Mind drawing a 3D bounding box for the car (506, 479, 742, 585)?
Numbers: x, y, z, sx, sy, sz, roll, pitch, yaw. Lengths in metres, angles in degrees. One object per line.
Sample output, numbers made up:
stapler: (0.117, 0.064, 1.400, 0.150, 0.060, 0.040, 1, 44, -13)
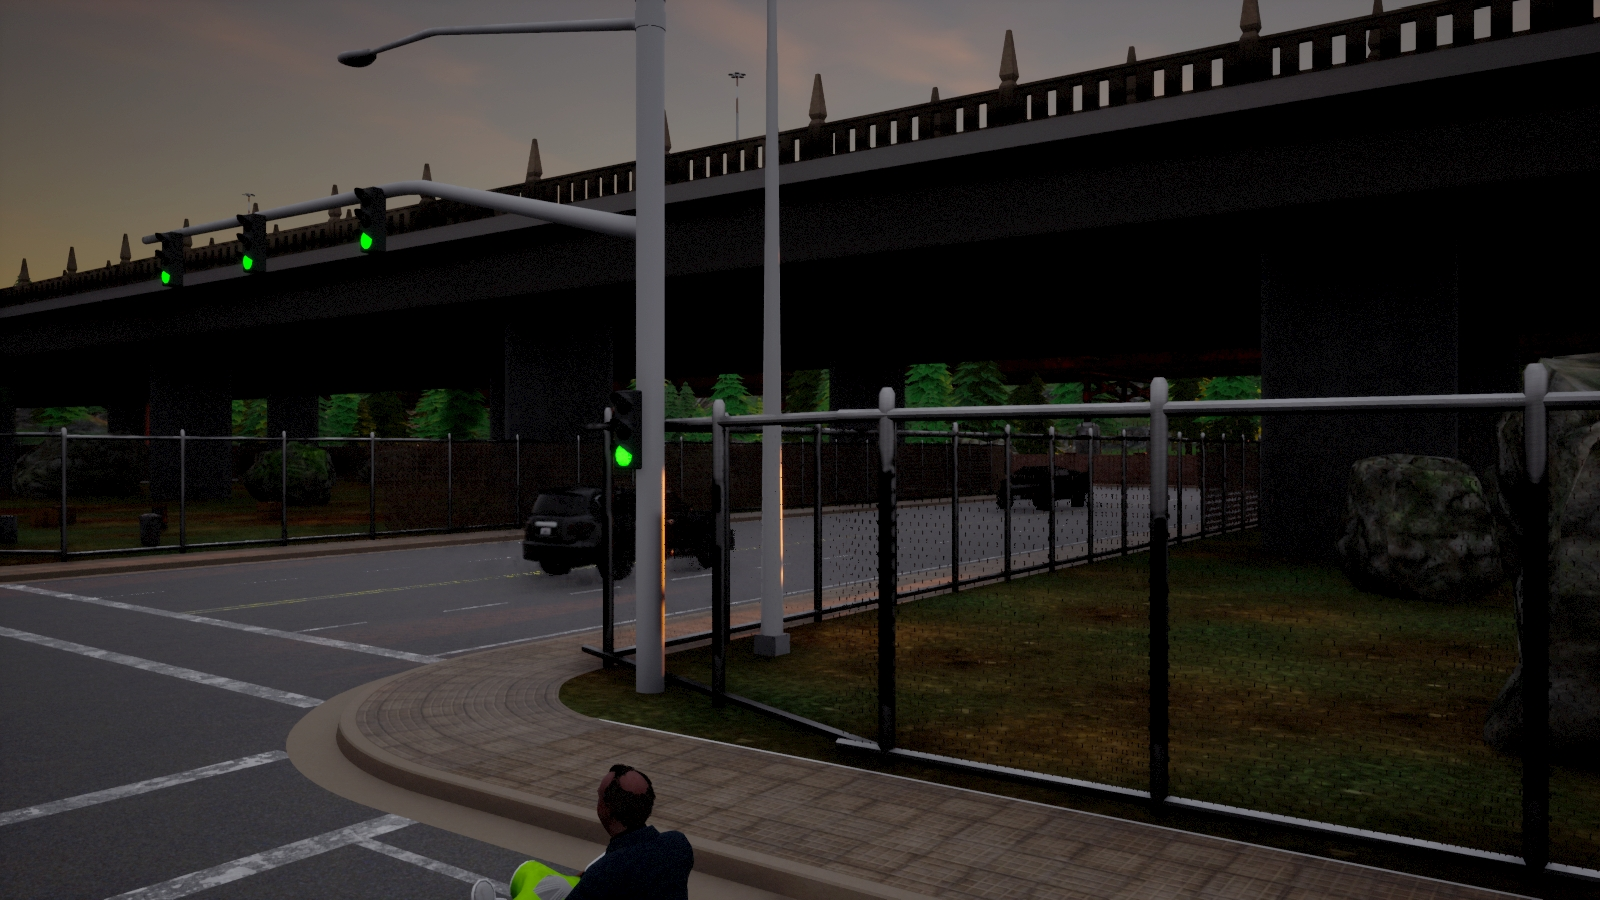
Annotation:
car: (-3.928, 1.780, 26.607, 2.150, 2.045, 5.566, 0, 0, 35)

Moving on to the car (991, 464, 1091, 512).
car: (11.609, 1.753, 54.689, 2.390, 2.098, 6.274, 0, 0, 35)
